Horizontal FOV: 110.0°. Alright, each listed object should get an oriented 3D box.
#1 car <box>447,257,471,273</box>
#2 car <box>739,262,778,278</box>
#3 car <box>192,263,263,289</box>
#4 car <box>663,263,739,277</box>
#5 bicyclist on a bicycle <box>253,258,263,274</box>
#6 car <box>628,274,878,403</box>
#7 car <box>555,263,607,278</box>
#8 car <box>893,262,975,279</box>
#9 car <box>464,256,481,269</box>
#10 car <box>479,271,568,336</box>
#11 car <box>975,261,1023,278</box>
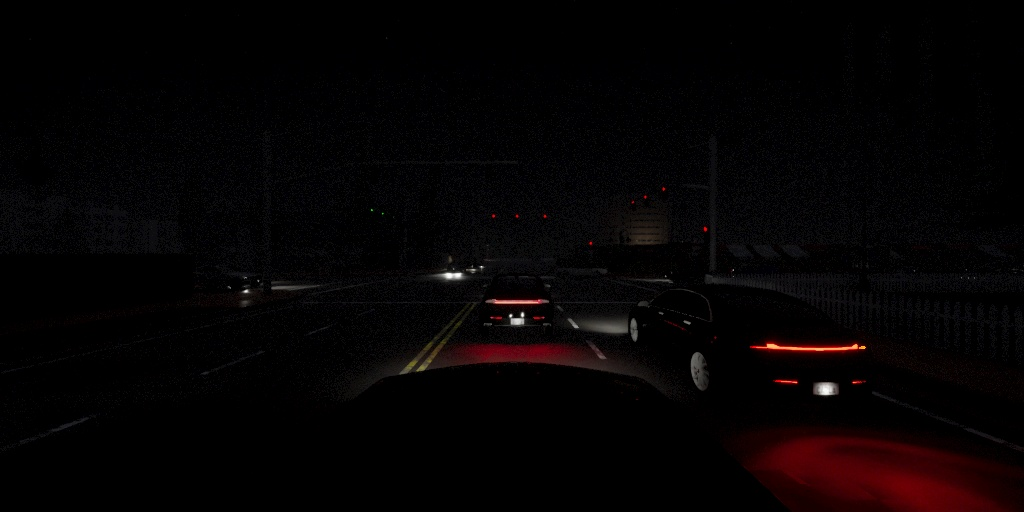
[{"bbox_3d":[-6.802,1.241,44.462,2.128,1.511,4.902,0,0,1],"label":"car"},{"bbox_3d":[22.253,1.276,33.604,4.674,1.442,1.812,0,0,-1],"label":"car"},{"bbox_3d":[-18.143,1.276,22.329,4.674,1.442,1.812,0,0,0],"label":"car"},{"bbox_3d":[15.507,1.297,30.001,5.357,1.411,2.033,0,0,-1],"label":"car"},{"bbox_3d":[-26.143,1.051,36.925,0.582,1.620,1.656,0,0,-3],"label":"bicyclist on a bicycle"},{"bbox_3d":[3.591,1.255,6.484,1.837,1.490,4.892,0,0,1],"label":"car"},{"bbox_3d":[6.302,1.351,33.394,4.718,1.301,1.895,0,0,0],"label":"car"},{"bbox_3d":[35.215,1.241,30.353,4.902,1.511,2.128,0,0,-1],"label":"car"},{"bbox_3d":[-6.701,0.969,56.718,2.150,2.045,5.566,0,0,2],"label":"car"},{"bbox_3d":[0.138,1.242,10.391,2.128,1.511,4.902,0,0,0],"label":"car"},{"bbox_3d":[46.072,1.256,34.008,4.892,1.490,1.837,0,0,0],"label":"car"}]
